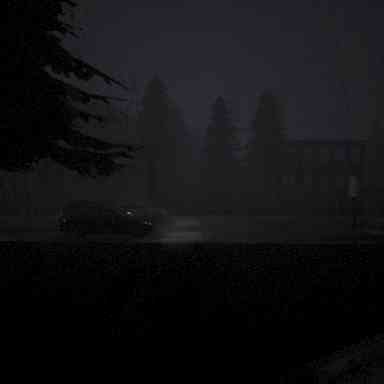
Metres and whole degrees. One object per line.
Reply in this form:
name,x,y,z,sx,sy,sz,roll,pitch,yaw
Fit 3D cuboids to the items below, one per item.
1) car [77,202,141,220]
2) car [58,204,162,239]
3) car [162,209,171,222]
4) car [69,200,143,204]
car,-6.640,1.512,26.950,4.718,1.301,1.895,0,0,2
car,-4.038,1.471,16.351,4.674,1.442,1.812,0,0,2
car,-3.836,1.444,23.348,4.674,1.442,1.812,0,0,2
car,-5.455,1.287,19.898,4.553,1.767,2.097,0,0,2
